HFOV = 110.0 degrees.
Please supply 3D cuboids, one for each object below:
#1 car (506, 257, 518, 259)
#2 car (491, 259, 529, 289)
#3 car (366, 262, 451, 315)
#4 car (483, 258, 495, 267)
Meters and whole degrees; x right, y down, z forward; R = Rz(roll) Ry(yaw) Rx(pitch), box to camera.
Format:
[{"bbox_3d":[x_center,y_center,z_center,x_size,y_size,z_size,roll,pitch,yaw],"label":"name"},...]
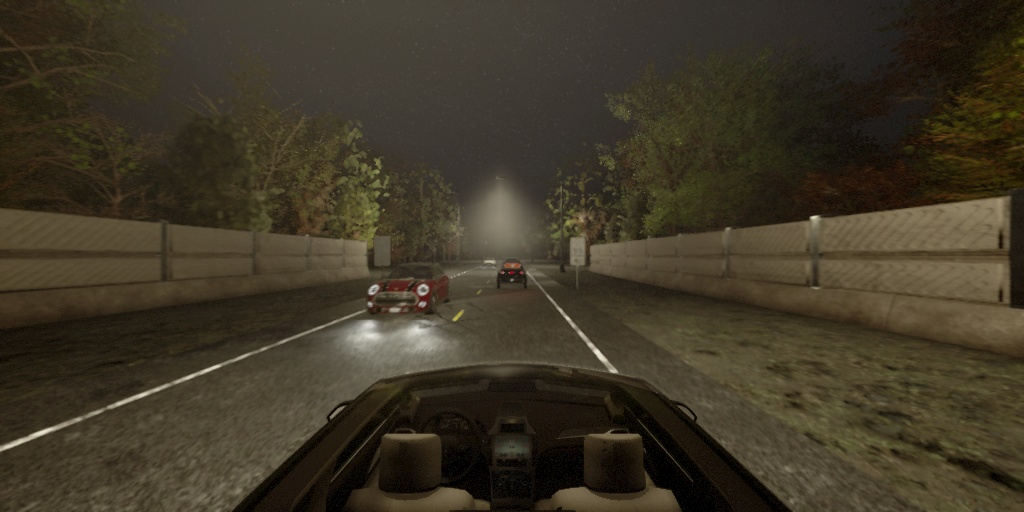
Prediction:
[{"bbox_3d":[0.055,0.950,38.104,2.097,1.767,4.553,0,0,0],"label":"car"},{"bbox_3d":[0.005,1.157,22.589,2.128,1.511,4.902,0,0,0],"label":"car"},{"bbox_3d":[-3.598,1.054,13.249,2.097,1.767,4.553,0,0,0],"label":"car"},{"bbox_3d":[-3.537,1.008,57.859,1.812,1.442,4.674,0,0,1],"label":"car"}]
